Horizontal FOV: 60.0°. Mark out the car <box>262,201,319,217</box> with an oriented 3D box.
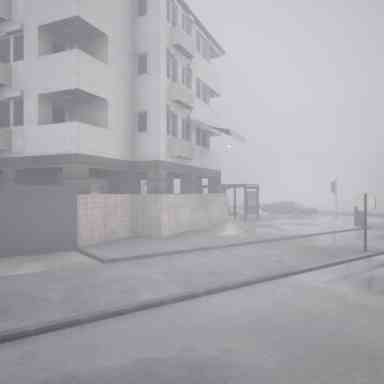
[{"bbox_3d":[9.163,1.544,31.498,2.033,1.411,5.357,0,0,-36],"label":"car"}]
